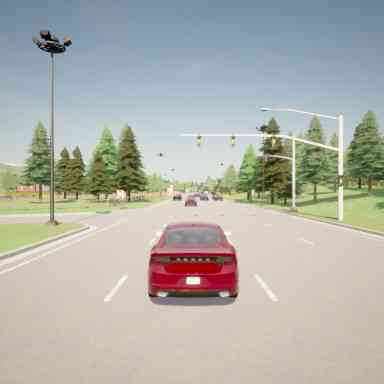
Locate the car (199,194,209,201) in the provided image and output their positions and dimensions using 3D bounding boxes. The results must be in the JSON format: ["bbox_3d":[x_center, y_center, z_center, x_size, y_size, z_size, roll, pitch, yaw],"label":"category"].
[{"bbox_3d":[3.230,1.516,84.229,1.812,1.442,4.674,0,0,0],"label":"car"}]

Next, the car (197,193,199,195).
[{"bbox_3d":[3.198,1.357,94.232,2.128,1.511,4.902,0,0,0],"label":"car"}]

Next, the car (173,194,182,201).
[{"bbox_3d":[-3.768,1.469,83.790,1.882,1.535,5.008,0,0,0],"label":"car"}]

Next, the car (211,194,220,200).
[{"bbox_3d":[6.698,1.372,94.244,2.033,1.411,5.357,0,0,0],"label":"car"}]

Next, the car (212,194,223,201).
[{"bbox_3d":[6.732,1.516,83.824,2.128,1.511,4.902,0,0,0],"label":"car"}]

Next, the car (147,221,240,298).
[{"bbox_3d":[0.036,1.478,8.586,1.882,1.535,5.008,0,0,0],"label":"car"}]

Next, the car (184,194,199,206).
[{"bbox_3d":[-0.170,1.525,53.188,1.812,1.442,4.674,0,0,0],"label":"car"}]

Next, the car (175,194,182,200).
[{"bbox_3d":[-3.802,1.310,94.210,1.882,1.535,5.008,0,0,0],"label":"car"}]
